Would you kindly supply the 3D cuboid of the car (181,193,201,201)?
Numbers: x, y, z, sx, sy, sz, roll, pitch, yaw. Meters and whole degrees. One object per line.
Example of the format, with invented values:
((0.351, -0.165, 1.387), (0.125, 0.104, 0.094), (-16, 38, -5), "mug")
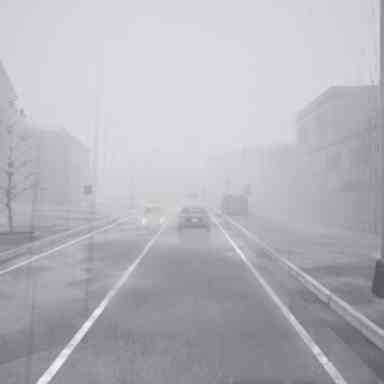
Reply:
((-0.116, 1.099, 41.412), (2.150, 2.045, 5.566), (0, 0, -3), "car")

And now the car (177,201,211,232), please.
((0.099, 1.489, 19.453), (2.033, 1.411, 5.357), (0, 0, 0), "car")

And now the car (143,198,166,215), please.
((-3.637, 1.380, 32.649), (1.882, 1.535, 5.008), (0, 0, 0), "car")

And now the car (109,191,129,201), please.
((-15.706, 0.887, 71.523), (2.150, 2.045, 5.566), (1, 0, -42), "car")
